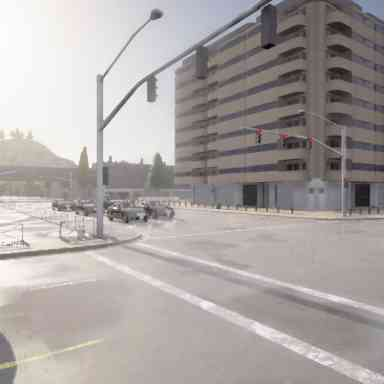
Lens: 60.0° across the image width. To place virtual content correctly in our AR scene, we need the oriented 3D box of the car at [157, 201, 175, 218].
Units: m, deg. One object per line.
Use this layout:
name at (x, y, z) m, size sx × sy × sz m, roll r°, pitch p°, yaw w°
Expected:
car at (-3.365, 1.547, 29.522) m, size 2.128 × 1.511 × 4.902 m, roll 0°, pitch 0°, yaw -35°

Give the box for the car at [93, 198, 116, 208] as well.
car at (-13.141, 1.619, 49.730) m, size 1.994 × 1.385 × 4.181 m, roll 0°, pitch 0°, yaw -35°

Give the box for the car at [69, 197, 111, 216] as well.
car at (-10.279, 1.547, 33.231) m, size 2.128 × 1.511 × 4.902 m, roll 0°, pitch 0°, yaw -35°

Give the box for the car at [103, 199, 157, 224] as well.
car at (-5.032, 1.547, 25.819) m, size 2.128 × 1.511 × 4.902 m, roll 0°, pitch 0°, yaw -35°

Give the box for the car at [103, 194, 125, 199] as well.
car at (-9.065, 1.277, 37.573) m, size 2.150 × 2.045 × 5.566 m, roll 0°, pitch 0°, yaw -35°

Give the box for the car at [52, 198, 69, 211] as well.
car at (-16.086, 1.547, 41.446) m, size 2.128 × 1.511 × 4.902 m, roll 0°, pitch 0°, yaw -35°
